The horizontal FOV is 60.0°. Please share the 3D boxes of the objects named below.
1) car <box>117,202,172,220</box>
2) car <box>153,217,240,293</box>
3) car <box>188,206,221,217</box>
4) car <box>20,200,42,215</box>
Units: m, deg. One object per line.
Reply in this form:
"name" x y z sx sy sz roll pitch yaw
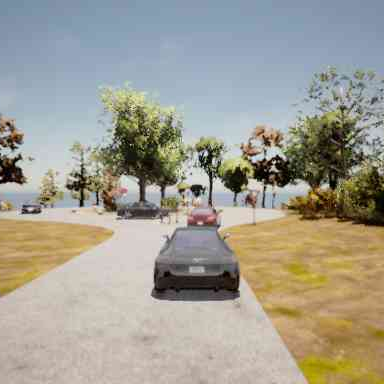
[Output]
"car" -4.271 1.667 29.908 4.892 1.490 1.837 0 0 -3
"car" 0.116 1.614 9.036 1.994 1.385 4.181 0 0 0
"car" 0.810 1.641 21.272 1.812 1.442 4.674 0 0 9
"car" -18.005 1.691 37.221 2.128 1.511 4.902 0 0 -25
